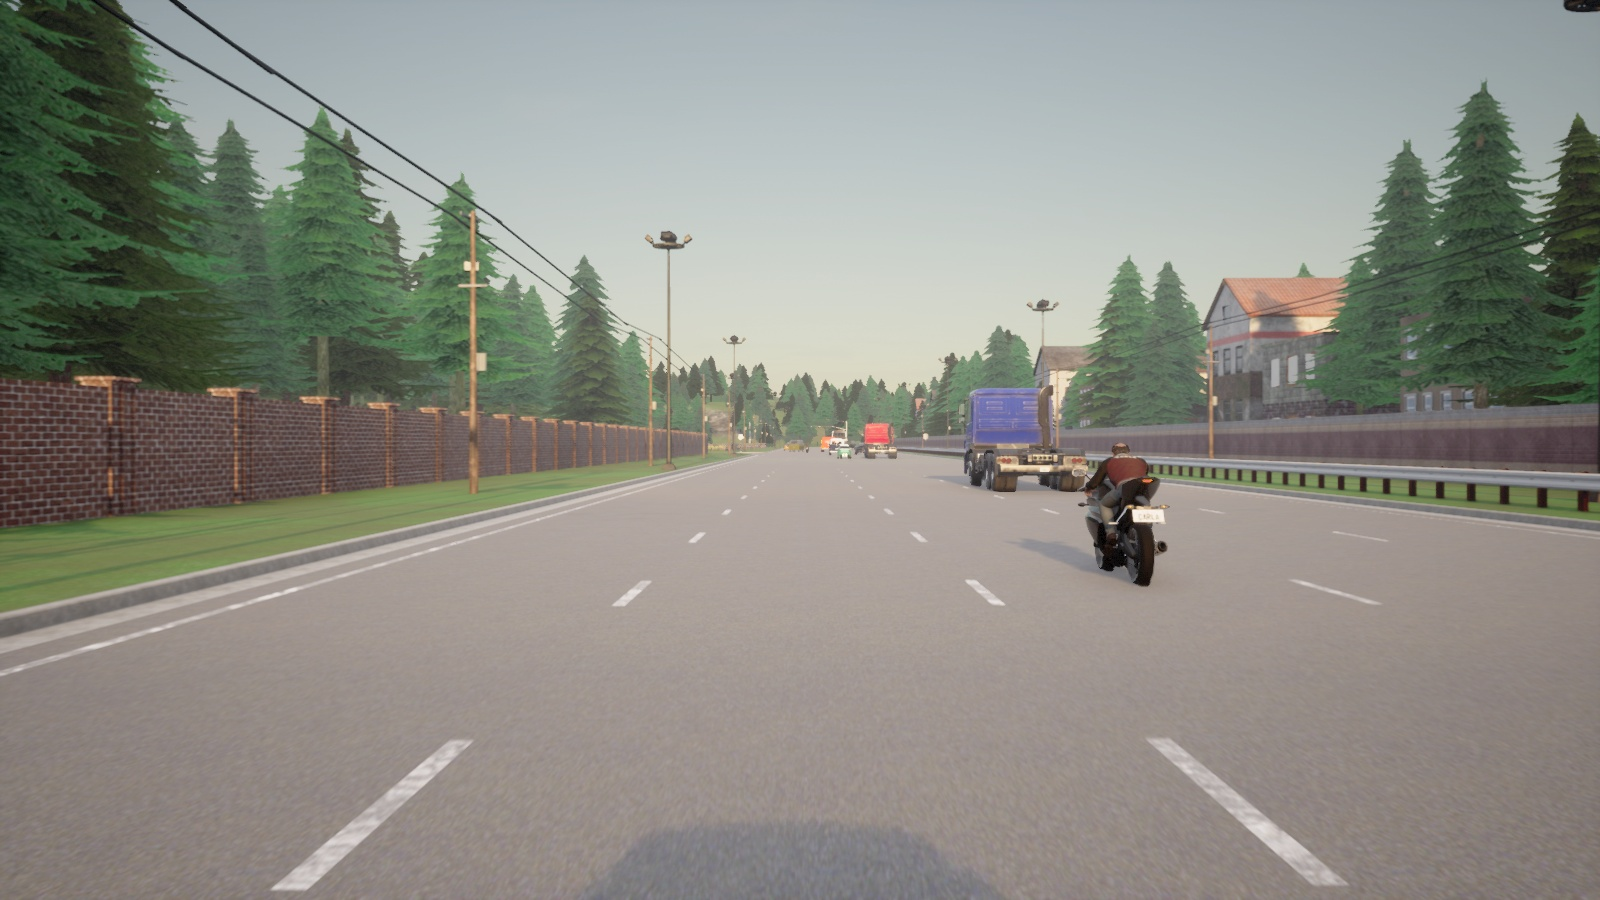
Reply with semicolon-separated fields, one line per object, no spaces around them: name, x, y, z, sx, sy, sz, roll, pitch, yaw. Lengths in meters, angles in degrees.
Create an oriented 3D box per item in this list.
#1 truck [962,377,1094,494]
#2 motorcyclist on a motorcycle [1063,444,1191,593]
truck;7.250;-0.461;41.087;2.891;3.462;7.936;0;0;0
motorcyclist on a motorcycle;3.595;0.705;14.023;0.866;1.530;2.191;0;0;0
